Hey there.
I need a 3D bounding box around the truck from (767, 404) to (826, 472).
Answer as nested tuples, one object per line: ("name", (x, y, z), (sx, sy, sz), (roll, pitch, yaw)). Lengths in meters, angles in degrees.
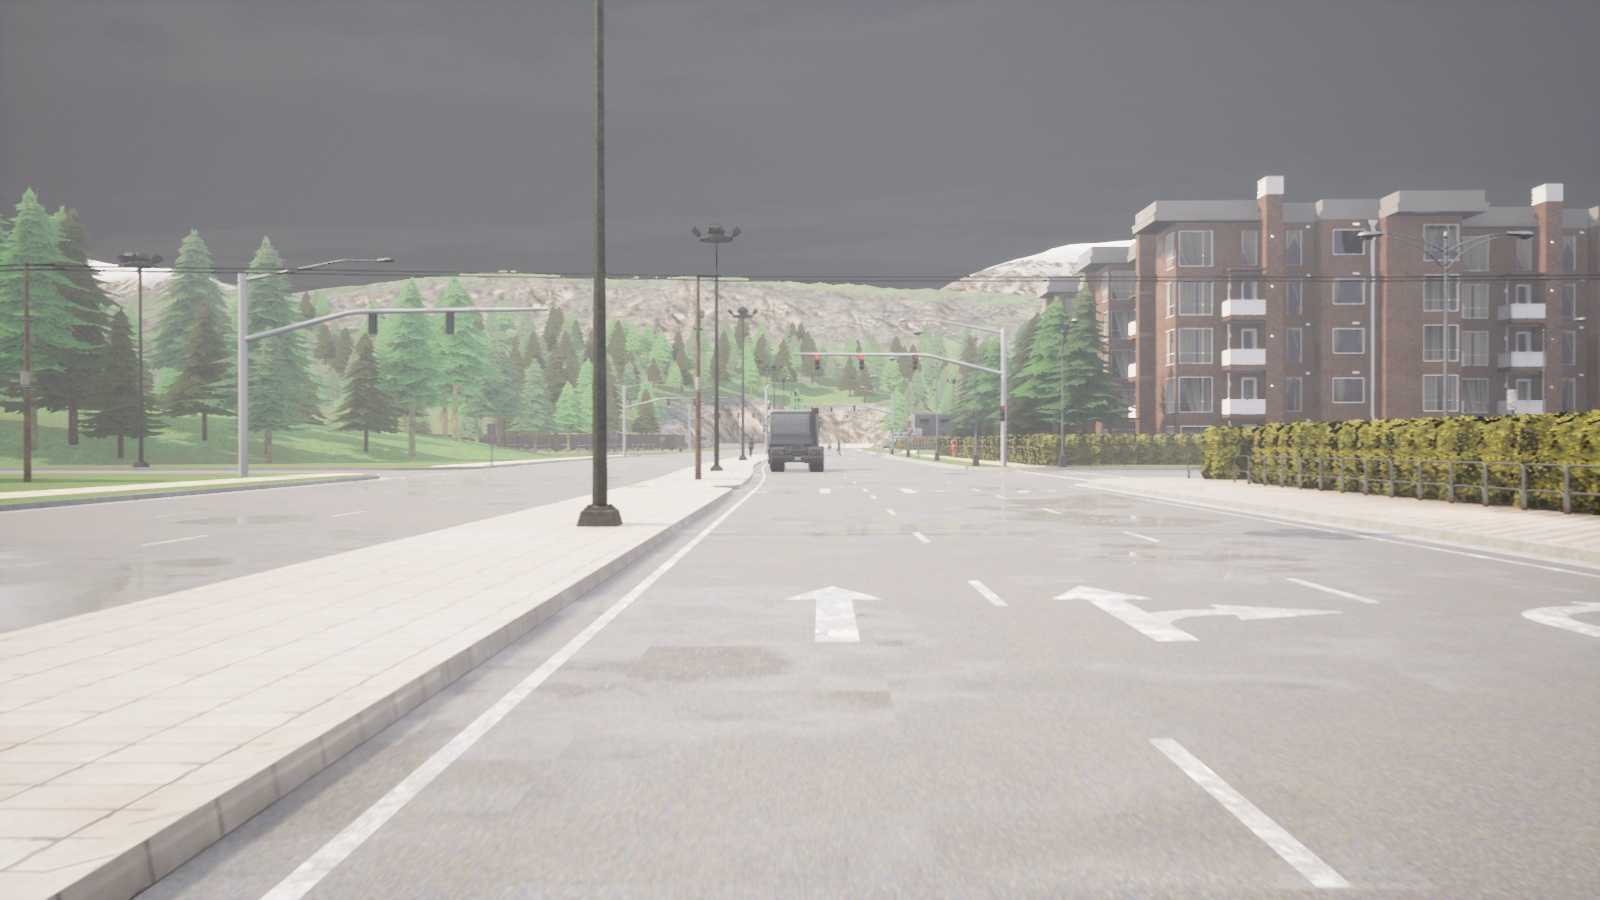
("truck", (-0.270, -0.618, 67.845), (2.891, 3.462, 7.936), (0, 0, -2))
